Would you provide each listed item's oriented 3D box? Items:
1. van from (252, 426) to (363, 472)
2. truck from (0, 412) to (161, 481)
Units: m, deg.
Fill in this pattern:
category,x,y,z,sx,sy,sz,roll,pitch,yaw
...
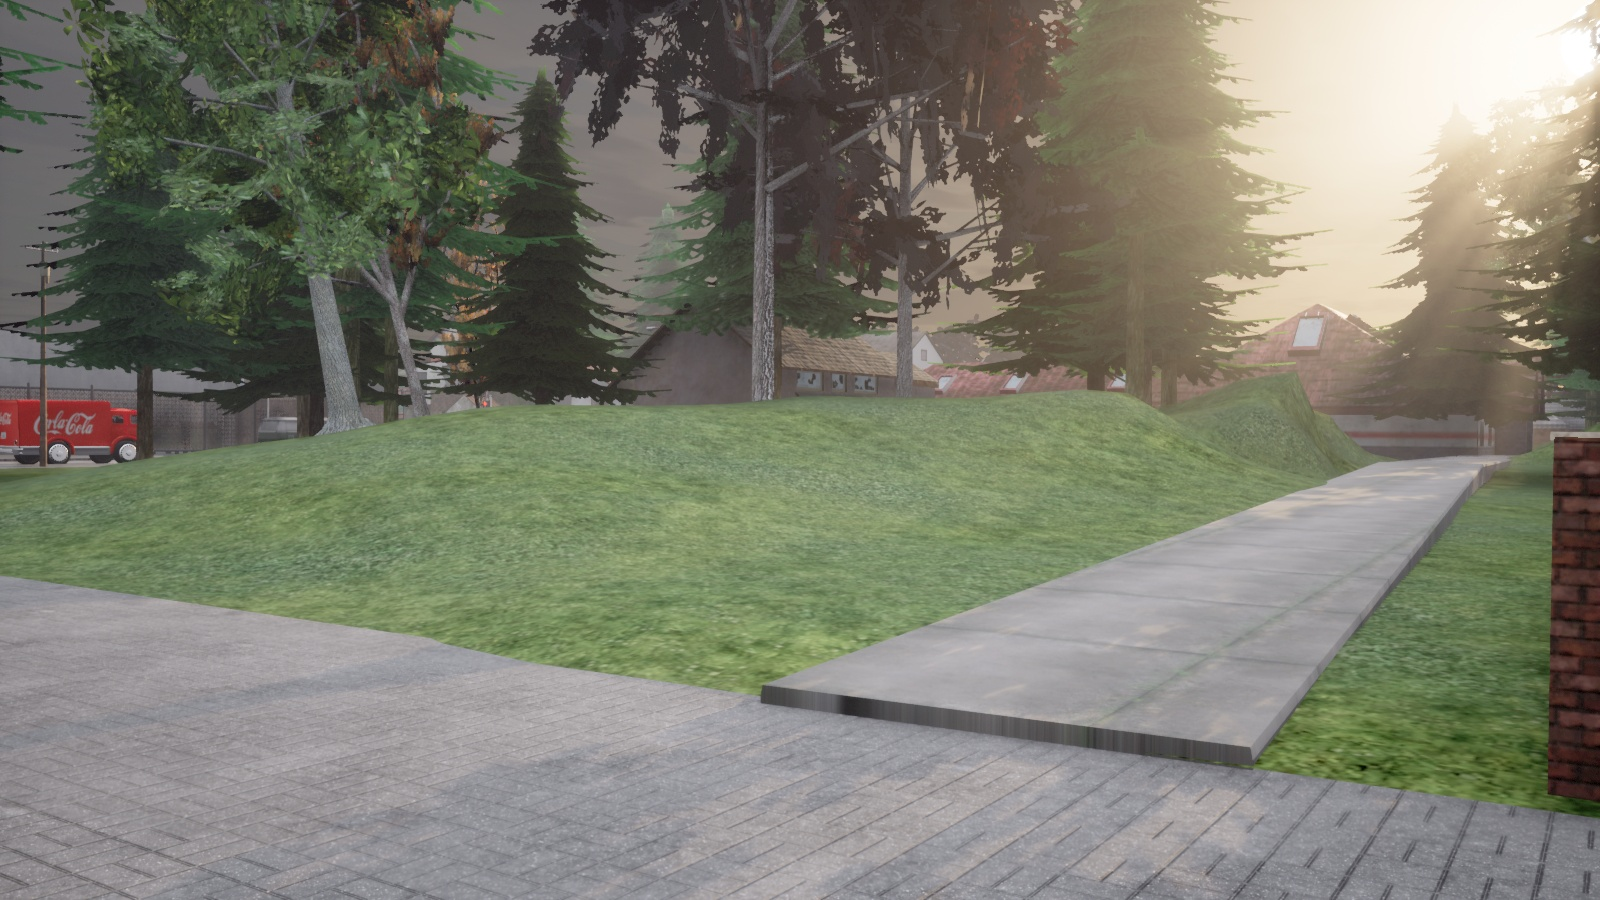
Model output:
category,x,y,z,sx,sy,sz,roll,pitch,yaw
van,-22.077,-0.087,56.452,1.775,1.987,4.442,0,1,33
truck,-27.698,-0.160,47.996,2.627,2.467,5.204,0,1,34
